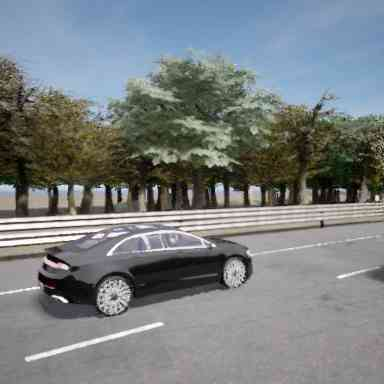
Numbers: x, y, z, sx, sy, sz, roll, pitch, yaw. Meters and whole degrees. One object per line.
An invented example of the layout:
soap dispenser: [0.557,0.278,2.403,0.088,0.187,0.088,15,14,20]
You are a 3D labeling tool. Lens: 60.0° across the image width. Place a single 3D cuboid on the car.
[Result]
car: [-0.752,1.474,7.443,4.902,1.511,2.128,0,0,-35]
